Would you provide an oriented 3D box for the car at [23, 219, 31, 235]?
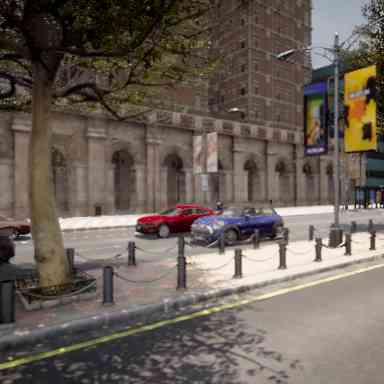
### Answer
[{"bbox_3d":[-9.832,1.594,14.974,4.718,1.301,1.895,0,0,-36],"label":"car"}]

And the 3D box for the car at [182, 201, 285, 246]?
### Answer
[{"bbox_3d":[2.145,1.340,15.232,4.553,1.767,2.097,0,0,-36],"label":"car"}]

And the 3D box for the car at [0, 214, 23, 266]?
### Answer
[{"bbox_3d":[-7.279,1.508,8.528,4.892,1.490,1.837,1,0,-35],"label":"car"}]

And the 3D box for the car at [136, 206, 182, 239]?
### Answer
[{"bbox_3d":[-0.543,1.466,17.613,5.008,1.535,1.882,0,0,-36],"label":"car"}]
